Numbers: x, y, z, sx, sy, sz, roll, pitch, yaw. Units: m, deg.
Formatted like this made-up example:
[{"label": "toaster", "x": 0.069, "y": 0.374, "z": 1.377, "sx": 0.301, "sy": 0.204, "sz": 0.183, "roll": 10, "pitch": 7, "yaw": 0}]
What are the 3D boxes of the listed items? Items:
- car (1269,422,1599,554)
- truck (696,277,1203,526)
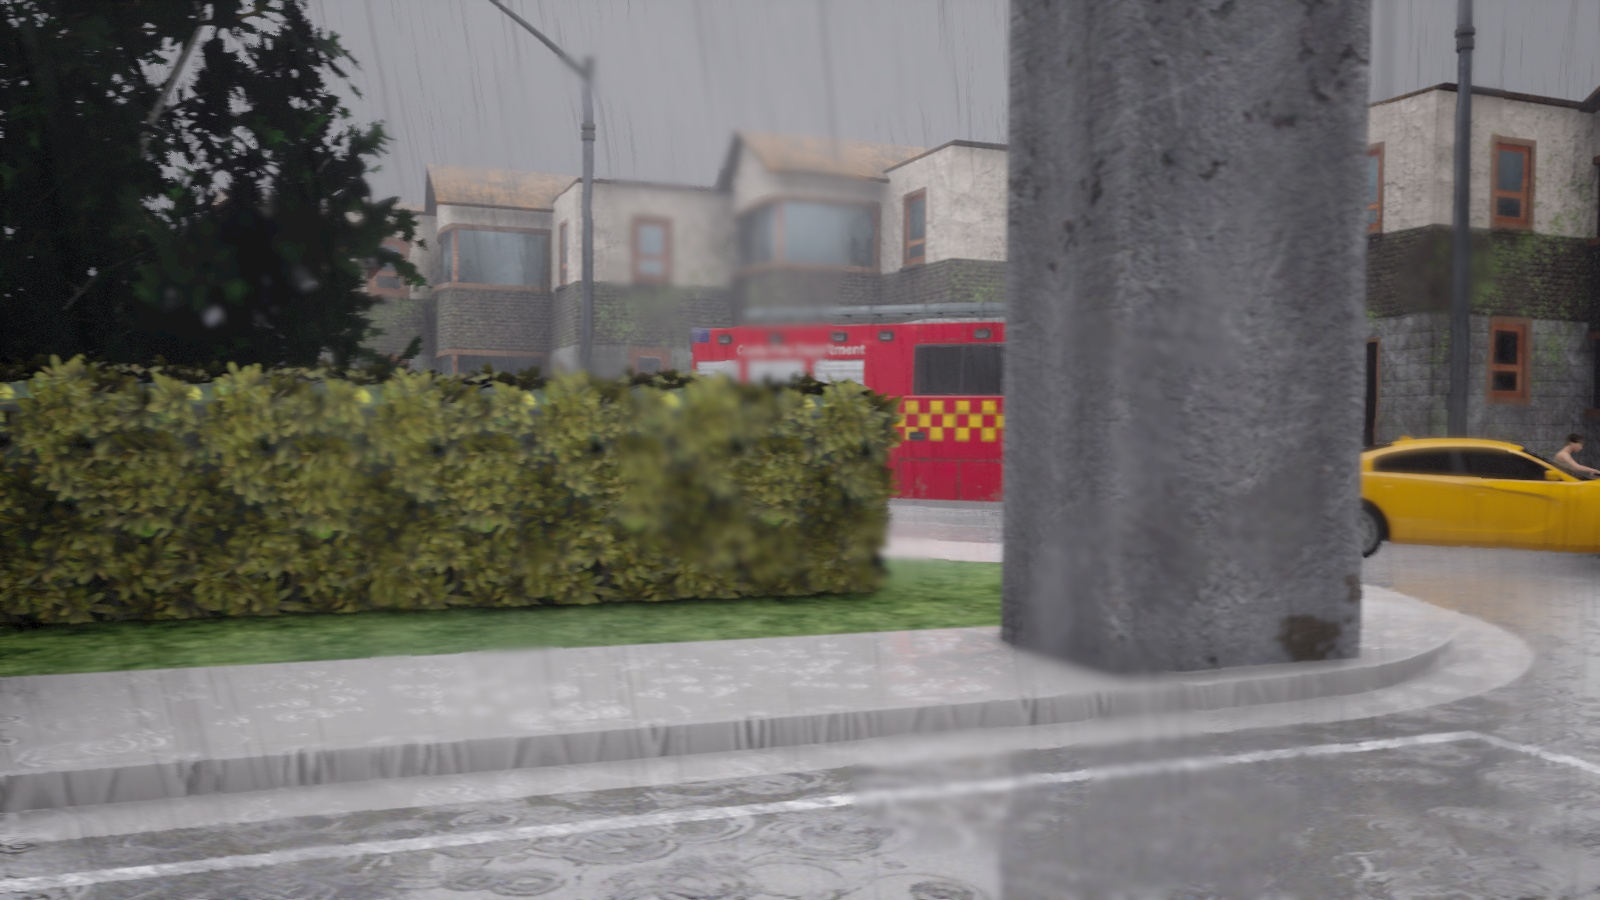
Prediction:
[{"label": "car", "x": 8.667, "y": 0.424, "z": 15.879, "sx": 5.008, "sy": 1.535, "sz": 1.882, "roll": 0, "pitch": 1, "yaw": 24}, {"label": "truck", "x": 2.593, "y": -0.759, "z": 22.366, "sx": 8.468, "sy": 3.827, "sz": 2.891, "roll": 0, "pitch": 1, "yaw": 24}]
